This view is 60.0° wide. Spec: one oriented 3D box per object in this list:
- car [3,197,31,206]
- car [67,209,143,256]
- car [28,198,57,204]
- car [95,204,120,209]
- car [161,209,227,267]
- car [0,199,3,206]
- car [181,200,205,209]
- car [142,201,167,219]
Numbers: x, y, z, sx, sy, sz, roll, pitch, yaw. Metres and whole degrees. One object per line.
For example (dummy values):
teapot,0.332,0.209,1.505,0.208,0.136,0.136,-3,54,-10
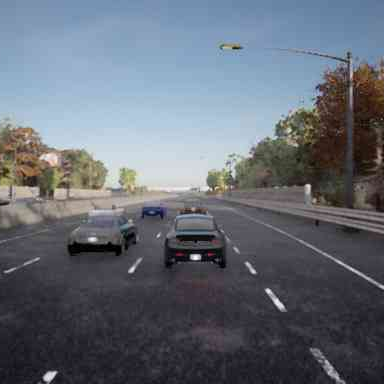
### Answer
car,-21.079,1.480,41.758,2.097,1.767,4.553,0,0,0
car,-3.399,1.599,13.362,1.994,1.385,4.181,0,0,0
car,-17.588,1.726,40.588,1.895,1.301,4.718,0,0,0
car,-6.899,1.680,27.447,1.895,1.301,4.718,0,0,0
car,0.099,1.534,11.471,1.837,1.490,4.892,0,0,0
car,-24.580,1.606,41.452,1.882,1.535,5.008,0,0,0
car,0.098,1.435,28.704,2.097,1.767,4.553,0,0,0
car,-3.398,1.567,30.547,1.882,1.535,5.008,0,0,0
